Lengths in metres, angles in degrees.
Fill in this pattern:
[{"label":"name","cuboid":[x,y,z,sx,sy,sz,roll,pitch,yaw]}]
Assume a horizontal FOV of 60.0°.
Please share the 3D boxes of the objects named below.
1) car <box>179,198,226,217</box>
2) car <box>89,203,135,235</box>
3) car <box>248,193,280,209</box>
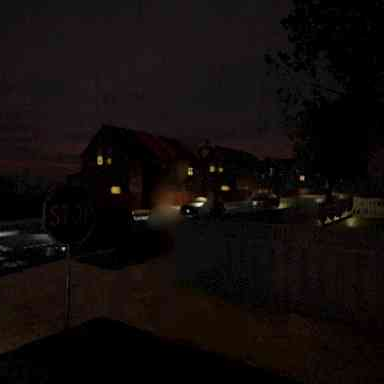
[{"label":"car","cuboid":[0.855,1.121,24.888,1.994,1.385,4.181,2,2,35]},{"label":"car","cuboid":[-4.847,1.272,16.775,1.994,1.385,4.181,2,2,36]},{"label":"car","cuboid":[7.515,0.872,34.314,2.128,1.511,4.902,2,2,35]}]
